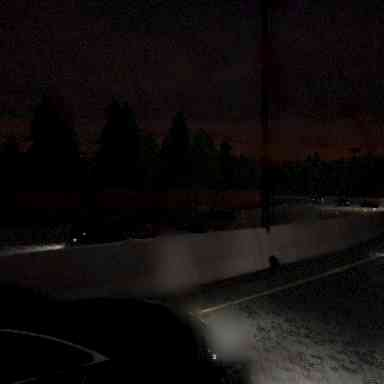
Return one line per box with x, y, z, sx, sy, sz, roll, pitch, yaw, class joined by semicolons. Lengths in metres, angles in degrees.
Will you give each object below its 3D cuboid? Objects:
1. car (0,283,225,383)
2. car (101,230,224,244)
-1.927;1.515;2.561;4.892;1.490;1.837;0;0;-35;car
-0.746;1.548;12.573;4.674;1.442;1.812;0;0;-41;car
